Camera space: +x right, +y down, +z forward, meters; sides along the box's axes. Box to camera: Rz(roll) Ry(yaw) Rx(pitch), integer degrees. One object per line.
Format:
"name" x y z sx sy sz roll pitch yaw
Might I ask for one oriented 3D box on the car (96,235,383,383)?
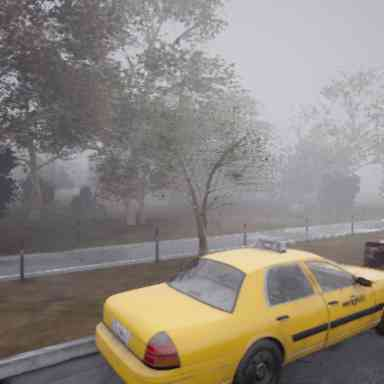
"car" 1.377 1.498 5.030 5.366 1.575 1.946 0 0 -33
